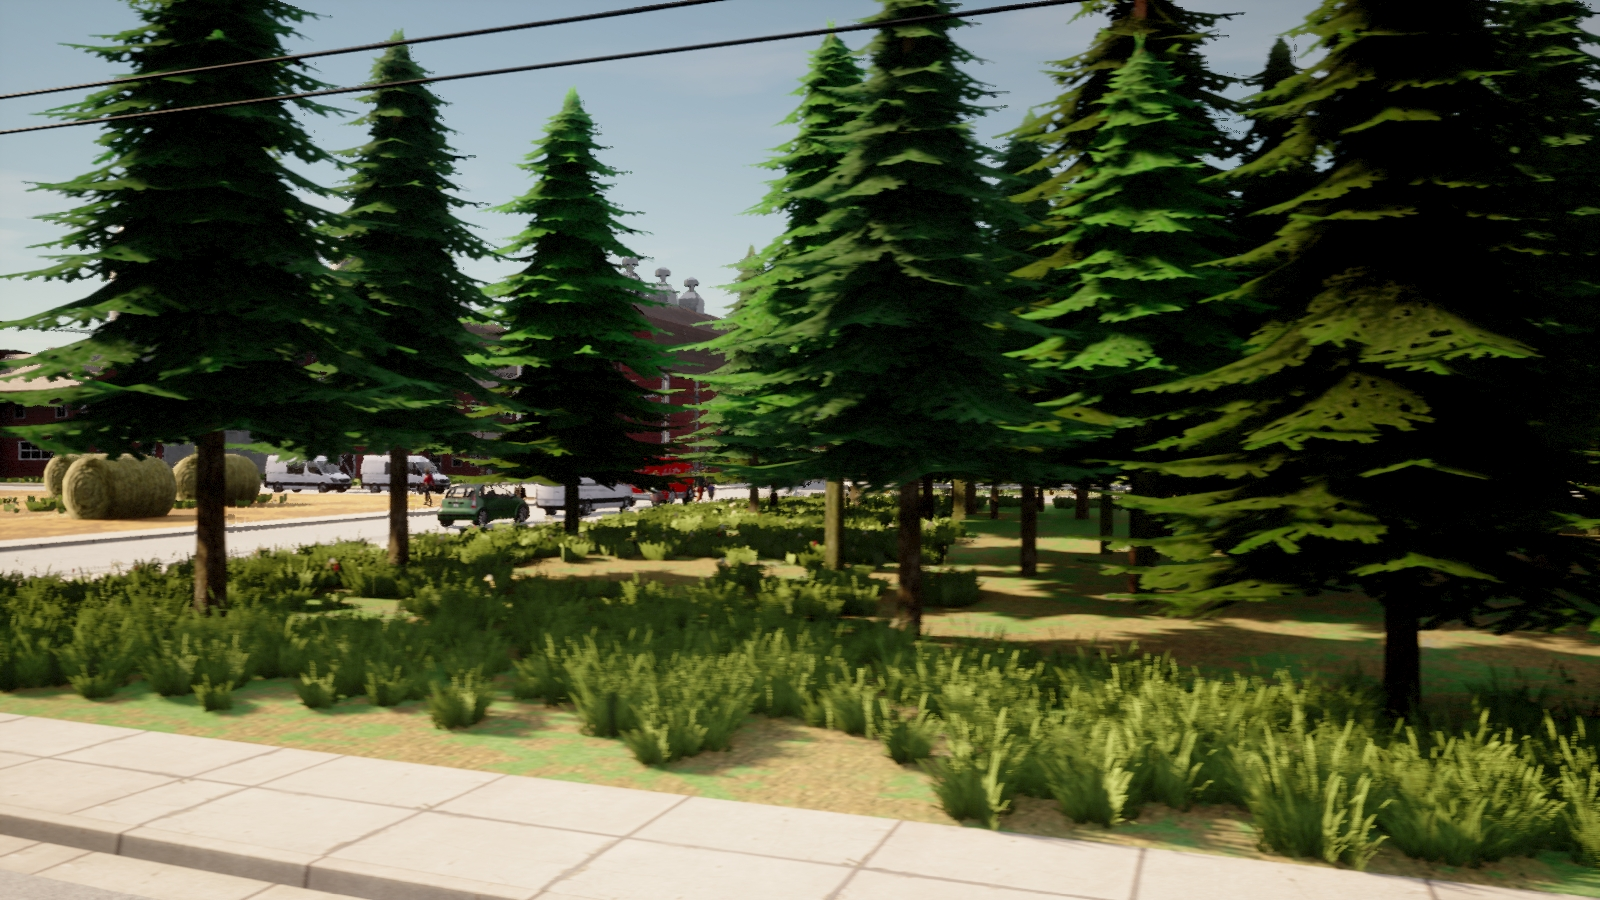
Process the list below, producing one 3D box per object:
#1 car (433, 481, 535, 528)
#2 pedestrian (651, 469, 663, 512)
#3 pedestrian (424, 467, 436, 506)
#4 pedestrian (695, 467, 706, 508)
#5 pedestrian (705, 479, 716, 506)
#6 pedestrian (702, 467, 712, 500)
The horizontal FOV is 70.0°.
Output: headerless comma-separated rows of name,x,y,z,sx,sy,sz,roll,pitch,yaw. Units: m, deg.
car,-12.023,2.039,43.705,1.851,1.617,3.988,0,0,19
pedestrian,-6.125,1.727,48.892,0.375,1.860,0.375,0,0,31
pedestrian,-17.686,1.738,54.590,0.375,1.860,0.375,0,0,30
pedestrian,-4.635,1.729,53.026,0.375,1.860,0.375,0,0,21
pedestrian,-4.227,2.010,54.113,0.375,1.300,0.375,0,0,21
pedestrian,-5.245,1.880,64.394,0.375,1.860,0.375,0,0,27
